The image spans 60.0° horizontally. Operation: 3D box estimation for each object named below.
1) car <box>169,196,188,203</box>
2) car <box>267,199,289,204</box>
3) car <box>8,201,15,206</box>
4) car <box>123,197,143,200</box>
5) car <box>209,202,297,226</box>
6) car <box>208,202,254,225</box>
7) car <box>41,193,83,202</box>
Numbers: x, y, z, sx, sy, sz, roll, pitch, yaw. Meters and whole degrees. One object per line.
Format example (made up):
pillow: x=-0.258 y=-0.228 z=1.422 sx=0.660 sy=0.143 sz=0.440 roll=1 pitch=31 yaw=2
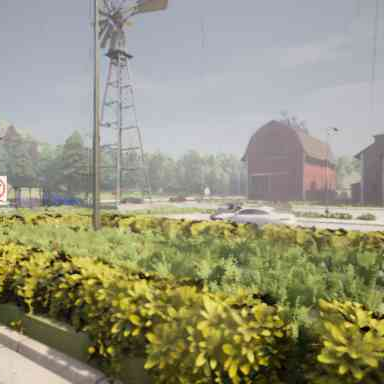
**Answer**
car: x=-2.733 y=1.437 z=65.993 sx=1.812 sy=1.442 sz=4.674 roll=0 pitch=0 yaw=36
car: x=9.383 y=1.477 z=35.863 sx=1.816 sy=1.474 sz=4.193 roll=0 pitch=0 yaw=35
car: x=-22.236 y=1.428 z=44.985 sx=1.812 sy=1.442 sz=4.674 roll=0 pitch=0 yaw=36
car: x=-9.848 y=1.474 z=56.081 sx=1.994 sy=1.385 sz=4.181 roll=0 pitch=0 yaw=36
car: x=3.387 y=1.508 z=18.434 sx=4.674 sy=1.442 sz=1.812 roll=0 pitch=0 yaw=35
car: x=2.957 y=1.495 z=24.654 sx=1.784 sy=1.438 sz=3.905 roll=0 pitch=0 yaw=35
car: x=-17.480 y=1.132 z=45.426 sx=2.150 sy=2.045 sz=5.566 roll=0 pitch=0 yaw=36
